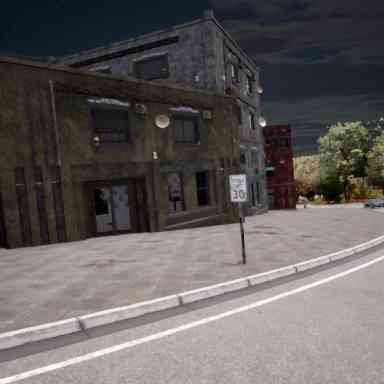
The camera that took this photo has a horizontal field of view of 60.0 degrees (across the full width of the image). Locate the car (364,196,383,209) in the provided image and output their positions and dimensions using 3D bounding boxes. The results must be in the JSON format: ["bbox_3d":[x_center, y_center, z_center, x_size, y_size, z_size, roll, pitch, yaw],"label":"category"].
[{"bbox_3d":[24.825,1.567,44.846,1.994,1.385,4.181,-4,-2,7],"label":"car"}]
